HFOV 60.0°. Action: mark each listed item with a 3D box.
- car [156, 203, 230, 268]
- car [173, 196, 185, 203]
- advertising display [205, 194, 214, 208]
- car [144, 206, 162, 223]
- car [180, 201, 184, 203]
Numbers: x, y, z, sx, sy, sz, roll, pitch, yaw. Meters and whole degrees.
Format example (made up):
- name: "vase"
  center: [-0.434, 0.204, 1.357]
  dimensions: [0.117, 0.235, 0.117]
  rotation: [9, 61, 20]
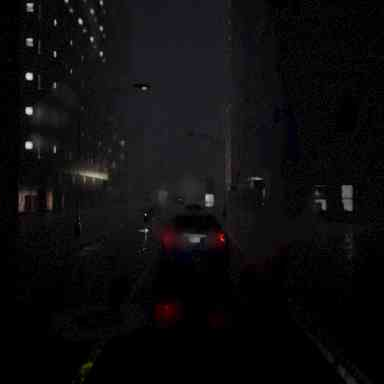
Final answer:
- name: "car"
  center: [0.096, 1.451, 11.856]
  dimensions: [2.097, 1.767, 4.553]
  rotation: [0, -1, 0]
- name: "car"
  center: [-2.725, 1.863, 68.785]
  dimensions: [2.150, 2.045, 5.566]
  rotation: [0, -1, 0]
- name: "advertising display"
  center: [3.032, 1.539, 57.427]
  dimensions: [1.540, 2.440, 0.280]
  rotation: [0, -1, 0]
- name: "car"
  center: [-2.841, 1.838, 27.656]
  dimensions: [1.895, 1.301, 4.718]
  rotation: [0, 0, 0]
- name: "car"
  center: [0.110, 1.812, 30.774]
  dimensions: [2.033, 1.411, 5.357]
  rotation: [0, -1, 0]
